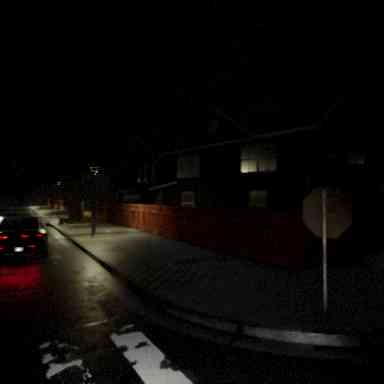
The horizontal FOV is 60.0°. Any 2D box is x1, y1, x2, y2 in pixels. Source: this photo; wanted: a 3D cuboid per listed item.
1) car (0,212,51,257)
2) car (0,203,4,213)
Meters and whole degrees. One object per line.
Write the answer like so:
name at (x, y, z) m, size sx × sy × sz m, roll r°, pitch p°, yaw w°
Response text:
car at (-6.862, 1.741, 13.496) m, size 1.837 × 1.490 × 4.892 m, roll 0°, pitch -1°, yaw -24°
car at (-24.048, 2.090, 40.448) m, size 2.128 × 1.511 × 4.902 m, roll 0°, pitch 0°, yaw -28°
